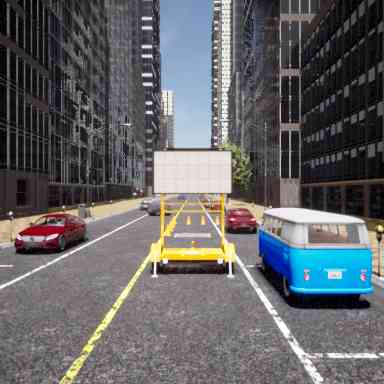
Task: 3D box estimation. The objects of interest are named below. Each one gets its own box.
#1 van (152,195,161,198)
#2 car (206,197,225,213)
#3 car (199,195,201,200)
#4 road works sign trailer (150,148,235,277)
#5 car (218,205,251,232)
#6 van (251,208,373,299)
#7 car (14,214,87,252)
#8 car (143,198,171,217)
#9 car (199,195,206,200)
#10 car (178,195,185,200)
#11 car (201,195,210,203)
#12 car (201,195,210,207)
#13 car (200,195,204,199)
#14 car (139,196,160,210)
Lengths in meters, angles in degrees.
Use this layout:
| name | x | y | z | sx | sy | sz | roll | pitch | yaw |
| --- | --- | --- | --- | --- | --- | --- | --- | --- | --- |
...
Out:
| name | x | y | z | sx | sy | sz | roll | pitch | yaw |
| --- | --- | --- | --- | --- | --- | --- | --- | --- | --- |
| van | -5.575 | 1.328 | 53.708 | 1.690 | 1.788 | 3.998 | 0 | 0 | 0 |
| car | 2.769 | 1.581 | 36.609 | 1.802 | 1.307 | 4.206 | 0 | 0 | 0 |
| car | 2.830 | 1.410 | 65.071 | 1.967 | 1.590 | 4.097 | 0 | 0 | 0 |
| road works sign trailer | 0.022 | 0.464 | 10.172 | 2.380 | 3.560 | 2.880 | 0 | 0 | 0 |
| car | 2.732 | 1.581 | 19.531 | 1.802 | 1.307 | 4.206 | 0 | 0 | 0 |
| van | 2.708 | 1.341 | 8.147 | 1.690 | 1.788 | 3.998 | 0 | 0 | 0 |
| car | -5.661 | 1.582 | 13.860 | 1.802 | 1.307 | 4.206 | 0 | 0 | 0 |
| car | -3.032 | 1.546 | 31.976 | 2.033 | 1.411 | 5.357 | 0 | 0 | 0 |
| car | 2.891 | 1.462 | 93.534 | 1.887 | 1.381 | 4.507 | 0 | 0 | 0 |
| car | -2.810 | 1.490 | 89.660 | 1.994 | 1.385 | 4.181 | 0 | 0 | 0 |
| car | 2.842 | 1.401 | 70.763 | 1.967 | 1.590 | 4.097 | 0 | 0 | 0 |
| car | 2.793 | 1.544 | 47.994 | 2.008 | 1.369 | 4.403 | 0 | 0 | 0 |
| car | 2.805 | 1.538 | 53.686 | 2.008 | 1.369 | 4.403 | 0 | 0 | 0 |
| car | -5.600 | 1.548 | 42.323 | 2.008 | 1.369 | 4.403 | 0 | 0 | 0 |
